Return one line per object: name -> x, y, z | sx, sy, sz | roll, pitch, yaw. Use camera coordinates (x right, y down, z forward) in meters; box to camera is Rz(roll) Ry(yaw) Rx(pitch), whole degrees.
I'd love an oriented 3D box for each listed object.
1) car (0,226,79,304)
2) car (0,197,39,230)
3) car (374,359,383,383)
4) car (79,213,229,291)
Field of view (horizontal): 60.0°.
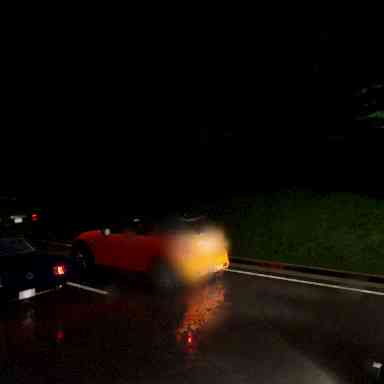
car -> -4.863, 1.601, 7.465 | 4.718, 1.301, 1.895 | 0, 0, 35
car -> -9.083, 1.222, 14.777 | 5.566, 2.045, 2.150 | 0, 0, 36
car -> 3.708, 1.547, 1.341 | 5.357, 1.411, 2.033 | 0, 0, 35
car -> -1.337, 1.352, 9.251 | 4.553, 1.767, 2.097 | 0, 0, 36
